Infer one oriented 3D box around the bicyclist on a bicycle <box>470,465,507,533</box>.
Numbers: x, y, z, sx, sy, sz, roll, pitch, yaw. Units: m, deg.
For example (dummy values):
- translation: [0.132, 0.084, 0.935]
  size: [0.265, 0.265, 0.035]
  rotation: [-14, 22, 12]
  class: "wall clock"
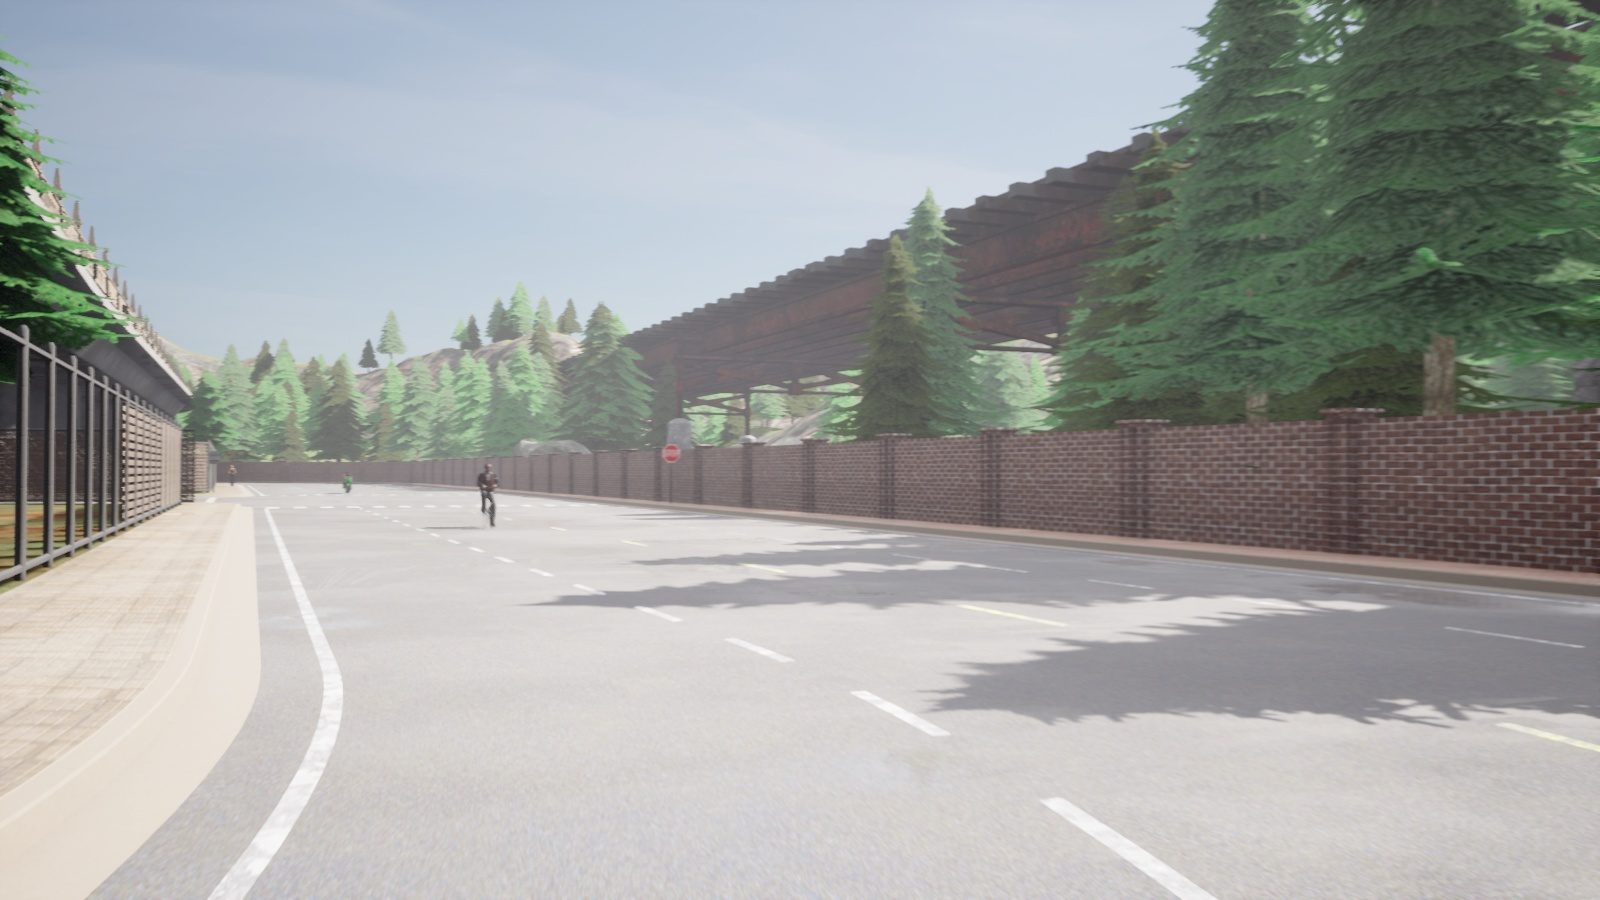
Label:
- translation: [-8.323, 1.293, 33.506]
  size: [0.659, 1.776, 1.843]
  rotation: [0, -1, -24]
  class: "bicyclist on a bicycle"
